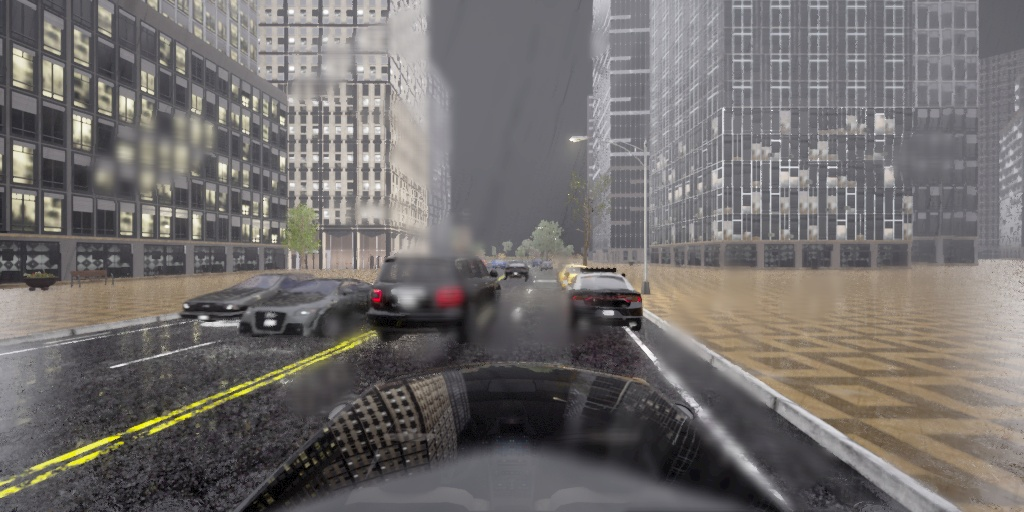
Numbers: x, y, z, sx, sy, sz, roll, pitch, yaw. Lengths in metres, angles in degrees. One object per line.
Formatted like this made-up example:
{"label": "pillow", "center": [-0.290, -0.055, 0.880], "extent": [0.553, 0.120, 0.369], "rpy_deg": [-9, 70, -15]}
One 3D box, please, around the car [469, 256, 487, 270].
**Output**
{"label": "car", "center": [-5.139, 0.987, 55.042], "extent": [2.150, 2.045, 5.566], "rpy_deg": [0, 0, 1]}

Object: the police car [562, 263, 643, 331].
{"label": "police car", "center": [2.681, 1.175, 11.263], "extent": [1.930, 1.638, 5.238], "rpy_deg": [0, 0, 7]}

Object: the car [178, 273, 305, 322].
{"label": "car", "center": [-8.108, 1.297, 12.447], "extent": [2.033, 1.411, 5.357], "rpy_deg": [0, 0, 7]}

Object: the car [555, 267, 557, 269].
{"label": "car", "center": [4.393, 1.257, 27.315], "extent": [1.837, 1.490, 4.892], "rpy_deg": [0, 0, 5]}

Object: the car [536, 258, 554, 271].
{"label": "car", "center": [4.691, 1.308, 48.727], "extent": [2.033, 1.411, 5.357], "rpy_deg": [0, 0, 1]}

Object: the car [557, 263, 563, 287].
{"label": "car", "center": [3.847, 1.207, 21.436], "extent": [1.801, 1.575, 5.366], "rpy_deg": [0, 0, 6]}

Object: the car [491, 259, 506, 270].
{"label": "car", "center": [-1.926, 1.242, 52.919], "extent": [1.882, 1.535, 5.008], "rpy_deg": [0, 0, 1]}

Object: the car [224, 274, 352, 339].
{"label": "car", "center": [-5.174, 1.314, 10.027], "extent": [1.994, 1.385, 4.181], "rpy_deg": [0, 0, 8]}

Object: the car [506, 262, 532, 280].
{"label": "car", "center": [0.496, 1.231, 30.897], "extent": [1.882, 1.535, 5.008], "rpy_deg": [0, 0, 4]}

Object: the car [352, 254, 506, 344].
{"label": "car", "center": [-1.717, 0.973, 9.786], "extent": [2.150, 2.045, 5.566], "rpy_deg": [0, 0, 8]}
